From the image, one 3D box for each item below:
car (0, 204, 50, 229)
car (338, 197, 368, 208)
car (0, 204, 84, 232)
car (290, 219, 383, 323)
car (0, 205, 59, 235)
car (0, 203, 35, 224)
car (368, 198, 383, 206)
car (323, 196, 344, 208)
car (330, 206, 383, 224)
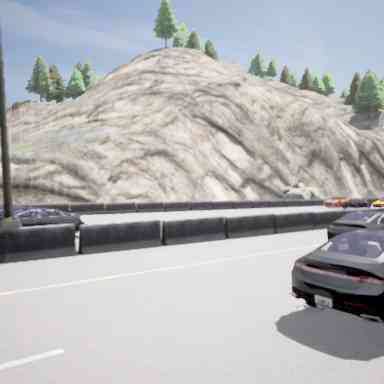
[{"bbox_3d":[-12.116,1.549,21.145,5.357,1.411,2.033,0,0,-35],"label":"car"},{"bbox_3d":[22.831,1.675,46.048,4.718,1.301,1.895,0,0,-35],"label":"car"},{"bbox_3d":[-7.663,1.495,15.723,4.902,1.511,2.128,0,0,-35],"label":"car"},{"bbox_3d":[4.037,1.503,6.628,4.902,1.511,2.128,0,0,-35],"label":"car"},{"bbox_3d":[-10.015,1.528,18.344,4.674,1.442,1.812,0,0,-36],"label":"car"},{"bbox_3d":[-13.904,1.566,24.167,4.181,1.385,1.994,0,0,-35],"label":"car"},{"bbox_3d":[25.683,1.554,43.780,5.008,1.535,1.882,1,0,-35],"label":"car"},{"bbox_3d":[21.511,1.427,49.394,4.553,1.767,2.097,0,0,-35],"label":"car"},{"bbox_3d":[7.380,1.514,13.311,4.902,1.511,2.128,0,0,-36],"label":"car"}]
